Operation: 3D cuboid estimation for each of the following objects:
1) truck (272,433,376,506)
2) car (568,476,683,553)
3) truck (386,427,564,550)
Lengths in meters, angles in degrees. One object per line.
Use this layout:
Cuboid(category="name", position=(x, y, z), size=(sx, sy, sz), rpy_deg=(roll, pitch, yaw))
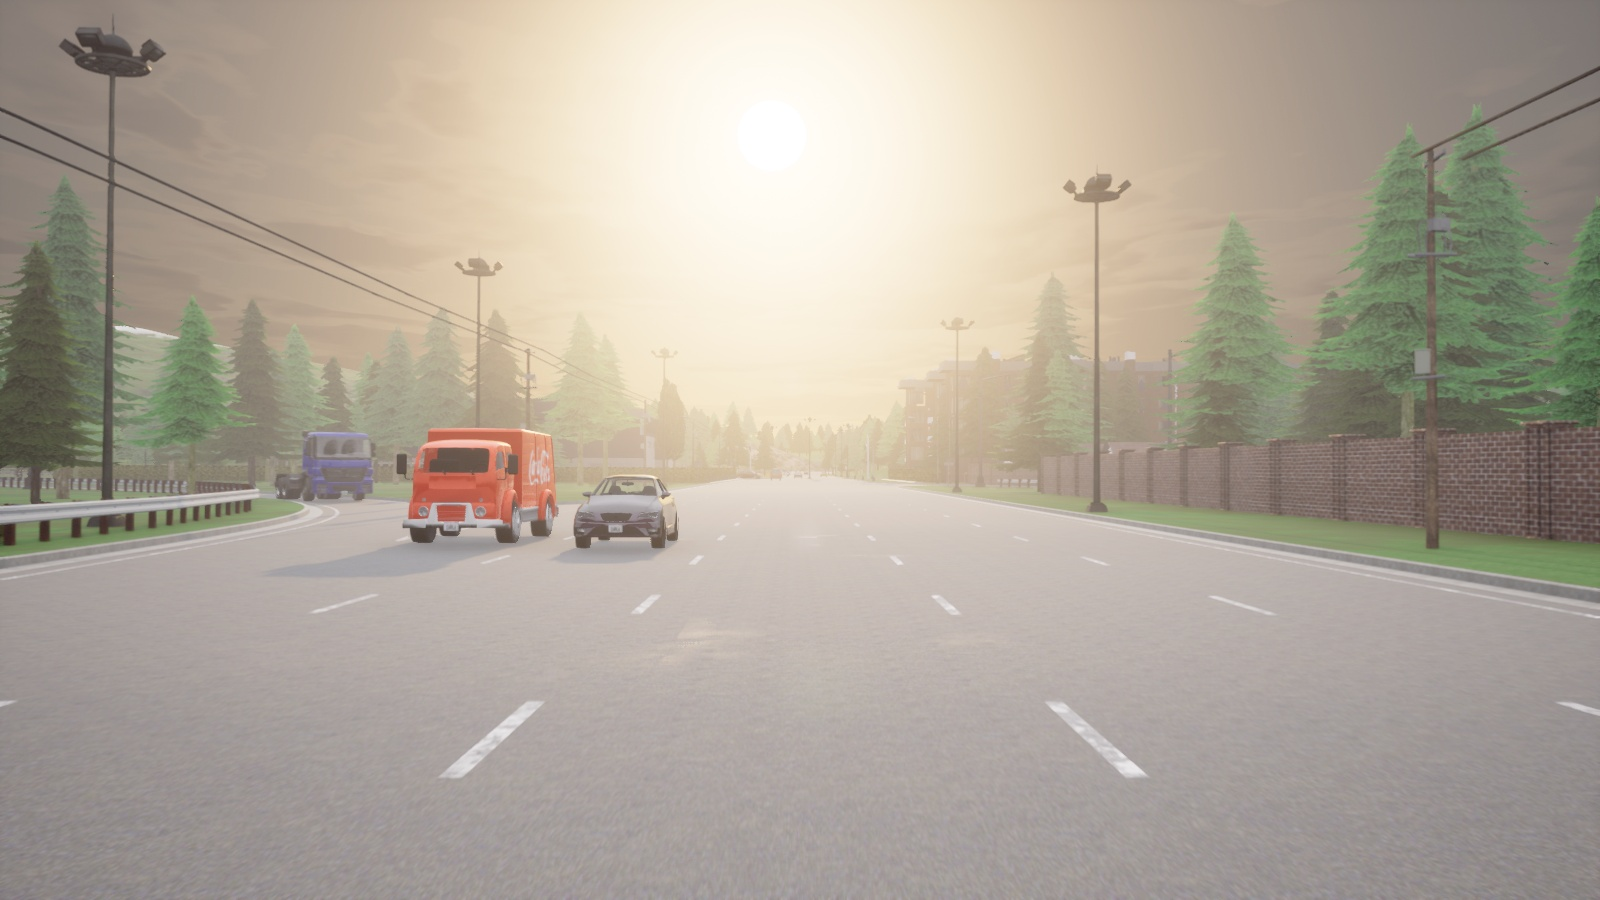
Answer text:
Cuboid(category="truck", position=(-24.067, 0.988, 63.237), size=(2.891, 3.462, 7.936), rpy_deg=(1, -1, -36))
Cuboid(category="car", position=(-3.556, 1.282, 26.264), size=(1.816, 1.474, 4.193), rpy_deg=(0, -1, 0))
Cuboid(category="truck", position=(-7.061, 0.825, 28.013), size=(2.627, 2.467, 5.204), rpy_deg=(0, -1, 0))
